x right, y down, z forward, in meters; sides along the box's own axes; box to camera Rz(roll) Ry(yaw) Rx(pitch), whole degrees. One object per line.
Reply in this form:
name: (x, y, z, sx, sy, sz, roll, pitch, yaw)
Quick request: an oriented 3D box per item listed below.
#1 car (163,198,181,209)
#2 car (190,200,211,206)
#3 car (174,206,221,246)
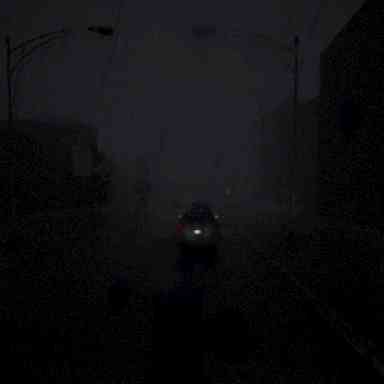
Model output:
car: (-2.677, 1.524, 45.022, 1.812, 1.442, 4.674, 0, 0, 1)
car: (0.813, 1.478, 31.490, 1.882, 1.535, 5.008, 0, 0, 1)
car: (0.285, 1.564, 15.348, 1.994, 1.385, 4.181, 0, 0, 2)
